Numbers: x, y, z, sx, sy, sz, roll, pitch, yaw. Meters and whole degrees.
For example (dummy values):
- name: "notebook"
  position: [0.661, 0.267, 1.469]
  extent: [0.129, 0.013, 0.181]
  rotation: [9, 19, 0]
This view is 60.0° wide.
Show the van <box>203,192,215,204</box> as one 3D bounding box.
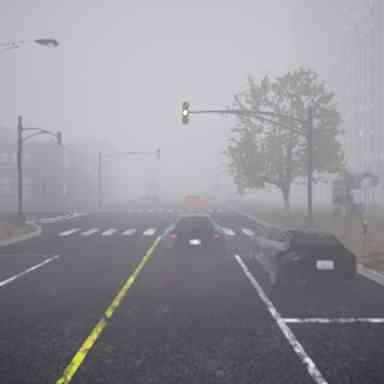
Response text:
- name: "van"
  position: [2.672, 0.880, 52.377]
  extent: [1.690, 1.788, 3.998]
  rotation: [0, 1, 0]

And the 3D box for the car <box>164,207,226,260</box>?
- name: "car"
  position: [0.095, 1.457, 11.980]
  extent: [1.994, 1.385, 4.181]
  rotation: [0, 0, 0]

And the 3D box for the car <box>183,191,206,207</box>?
- name: "car"
  position: [0.084, 1.031, 36.379]
  extent: [2.097, 1.767, 4.553]
  rotation: [0, 1, 0]

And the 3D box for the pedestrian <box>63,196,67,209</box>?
- name: "pedestrian"
  position: [-12.764, 1.023, 33.269]
  extent: [0.375, 1.300, 0.375]
  rotation: [0, 0, -1]

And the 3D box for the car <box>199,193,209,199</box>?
- name: "car"
  position: [2.662, 0.911, 74.582]
  extent: [1.947, 1.339, 4.313]
  rotation: [0, 0, 0]

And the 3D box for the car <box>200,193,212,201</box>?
- name: "car"
  position: [2.666, 0.992, 63.480]
  extent: [2.008, 1.369, 4.403]
  rotation: [0, 0, 0]

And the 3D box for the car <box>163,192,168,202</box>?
- name: "car"
  position: [-5.711, 1.041, 57.923]
  extent: [2.008, 1.369, 4.403]
  rotation: [0, 1, 0]

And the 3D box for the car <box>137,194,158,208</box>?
- name: "car"
  position: [-5.704, 1.218, 41.271]
  extent: [1.802, 1.307, 4.206]
  rotation: [0, 1, 0]

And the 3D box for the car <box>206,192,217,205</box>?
- name: "car"
  position: [2.673, 1.111, 46.997]
  extent: [1.752, 1.417, 4.829]
  rotation: [0, 1, 0]

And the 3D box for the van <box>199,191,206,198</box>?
- name: "van"
  position: [2.659, 0.589, 85.681]
  extent: [1.690, 1.788, 3.998]
  rotation: [0, 0, 0]

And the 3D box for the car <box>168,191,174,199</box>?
- name: "car"
  position: [-5.718, 0.871, 74.406]
  extent: [1.752, 1.417, 4.829]
  rotation: [0, 0, 0]

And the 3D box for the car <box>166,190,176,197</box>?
- name: "car"
  position: [-5.725, 0.515, 91.226]
  extent: [2.192, 1.841, 5.009]
  rotation: [0, 0, 0]

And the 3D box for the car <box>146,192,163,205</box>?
- name: "car"
  position: [-5.706, 0.902, 46.819]
  extent: [2.192, 1.841, 5.009]
  rotation: [0, 1, 0]

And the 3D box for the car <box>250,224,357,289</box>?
- name: "car"
  position: [2.690, 1.487, 8.800]
  extent: [1.947, 1.339, 4.313]
  rotation: [0, 1, 0]

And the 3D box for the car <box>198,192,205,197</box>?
- name: "car"
  position: [2.655, 0.724, 91.404]
  extent: [1.752, 1.417, 4.829]
  rotation: [0, 0, 0]
